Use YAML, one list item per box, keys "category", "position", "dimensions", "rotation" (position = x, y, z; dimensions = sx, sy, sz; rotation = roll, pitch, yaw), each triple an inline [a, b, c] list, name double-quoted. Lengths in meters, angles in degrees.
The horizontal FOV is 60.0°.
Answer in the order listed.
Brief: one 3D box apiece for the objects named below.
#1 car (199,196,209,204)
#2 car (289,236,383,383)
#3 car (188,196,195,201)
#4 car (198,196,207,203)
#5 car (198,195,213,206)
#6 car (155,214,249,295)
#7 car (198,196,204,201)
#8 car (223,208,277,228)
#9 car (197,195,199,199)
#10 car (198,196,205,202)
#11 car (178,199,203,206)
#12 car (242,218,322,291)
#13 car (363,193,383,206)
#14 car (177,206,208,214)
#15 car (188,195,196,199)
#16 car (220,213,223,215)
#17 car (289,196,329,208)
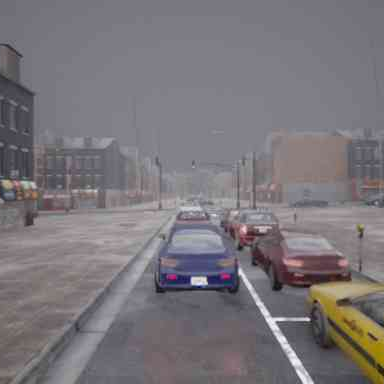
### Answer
- category: "car"
  position: [2.549, 1.708, 73.236]
  dimensions: [1.967, 1.590, 4.097]
  rotation: [-1, 0, 0]
- category: "car"
  position: [2.632, 1.528, 3.455]
  dimensions: [1.752, 1.417, 4.829]
  rotation: [0, 0, 0]
- category: "car"
  position: [-0.102, 1.751, 92.502]
  dimensions: [1.812, 1.442, 4.674]
  rotation: [0, 0, 0]
- category: "car"
  position: [2.542, 1.742, 78.638]
  dimensions: [1.967, 1.590, 4.097]
  rotation: [-1, 0, 0]
- category: "car"
  position: [2.567, 1.616, 57.029]
  dimensions: [1.967, 1.590, 4.097]
  rotation: [-1, 0, 0]
- category: "car"
  position: [0.075, 1.535, 8.664]
  dimensions: [1.812, 1.442, 4.674]
  rotation: [0, 0, -1]
- category: "car"
  position: [2.524, 1.938, 95.014]
  dimensions: [1.752, 1.417, 4.829]
  rotation: [-1, 0, 0]
- category: "car"
  position: [2.619, 1.458, 14.219]
  dimensions: [1.967, 1.590, 4.097]
  rotation: [0, 0, 0]
- category: "car"
  position: [2.560, 1.520, 62.431]
  dimensions: [2.192, 1.841, 5.009]
  rotation: [-1, 0, 0]
- category: "car"
  position: [2.530, 1.900, 89.612]
  dimensions: [1.752, 1.417, 4.829]
  rotation: [-1, 0, 0]
- category: "car"
  position: [-0.431, 1.674, 33.700]
  dimensions: [1.895, 1.301, 4.718]
  rotation: [0, 0, -7]
- category: "car"
  position: [2.625, 1.591, 8.753]
  dimensions: [1.802, 1.307, 4.206]
  rotation: [0, 0, 0]
- category: "car"
  position: [23.328, 0.917, 40.238]
  dimensions: [4.892, 1.490, 1.837]
  rotation: [-1, 0, 0]
- category: "car"
  position: [0.072, 1.626, 17.770]
  dimensions: [1.895, 1.301, 4.718]
  rotation: [0, 0, 0]
- category: "car"
  position: [-0.091, 1.815, 82.082]
  dimensions: [1.837, 1.490, 4.892]
  rotation: [0, 0, 0]
- category: "car"
  position: [2.613, 1.611, 19.686]
  dimensions: [1.802, 1.307, 4.206]
  rotation: [0, 0, 0]
- category: "car"
  position: [14.099, 1.178, 40.207]
  dimensions: [4.674, 1.442, 1.812]
  rotation: [-1, 0, 1]
